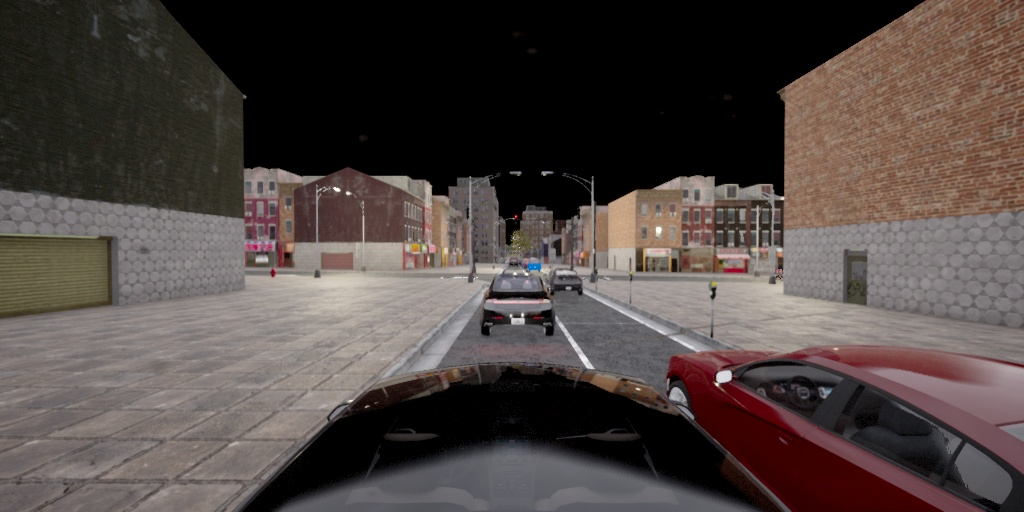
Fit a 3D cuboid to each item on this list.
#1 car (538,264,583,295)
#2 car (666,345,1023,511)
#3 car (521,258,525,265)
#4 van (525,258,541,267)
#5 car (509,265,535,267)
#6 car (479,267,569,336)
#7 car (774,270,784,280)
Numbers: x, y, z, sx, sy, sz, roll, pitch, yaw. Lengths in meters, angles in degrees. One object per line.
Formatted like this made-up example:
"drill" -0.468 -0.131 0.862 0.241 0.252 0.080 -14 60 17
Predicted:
"car" 2.723 1.306 19.304 2.007 1.370 4.403 0 0 0
"car" 2.638 1.294 2.429 1.888 1.381 4.507 0 0 0
"car" 2.914 1.219 56.839 2.192 1.841 5.009 0 0 0
"van" 2.860 1.186 46.258 1.690 1.789 3.998 0 0 0
"car" 0.219 1.359 20.436 1.895 1.301 4.718 0 0 1
"car" 0.142 1.239 10.393 2.128 1.511 4.902 0 0 0
"car" 27.577 1.609 34.105 5.008 1.535 1.882 1 1 0
